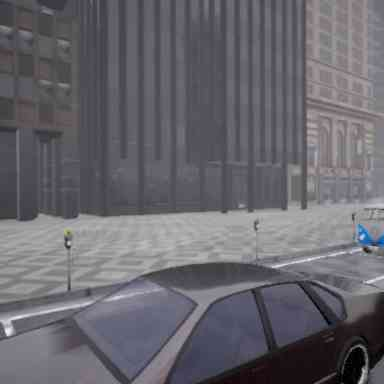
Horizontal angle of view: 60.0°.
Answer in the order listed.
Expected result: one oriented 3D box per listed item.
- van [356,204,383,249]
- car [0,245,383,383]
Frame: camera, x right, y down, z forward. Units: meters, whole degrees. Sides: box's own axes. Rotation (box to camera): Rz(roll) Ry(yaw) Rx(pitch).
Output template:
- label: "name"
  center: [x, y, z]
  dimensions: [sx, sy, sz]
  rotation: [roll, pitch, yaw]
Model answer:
- label: "van"
  center: [7.640, 1.303, 12.105]
  dimensions: [3.998, 1.788, 1.690]
  rotation: [0, 0, -36]
- label: "car"
  center: [0.137, 1.542, 3.478]
  dimensions: [5.357, 1.411, 2.033]
  rotation: [0, 0, -36]
